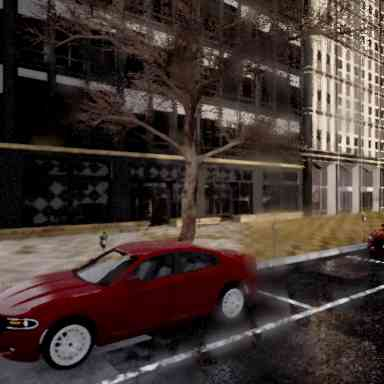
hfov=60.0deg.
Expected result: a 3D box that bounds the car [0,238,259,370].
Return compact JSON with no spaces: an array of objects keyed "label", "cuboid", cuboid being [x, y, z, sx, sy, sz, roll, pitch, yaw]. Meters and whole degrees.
[{"label":"car","cuboid":[-0.821,1.547,5.695,4.507,1.381,1.887,0,0,-36]}]

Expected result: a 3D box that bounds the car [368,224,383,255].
[{"label":"car","cuboid":[8.182,1.552,12.182,4.507,1.381,1.887,0,0,-36]}]
